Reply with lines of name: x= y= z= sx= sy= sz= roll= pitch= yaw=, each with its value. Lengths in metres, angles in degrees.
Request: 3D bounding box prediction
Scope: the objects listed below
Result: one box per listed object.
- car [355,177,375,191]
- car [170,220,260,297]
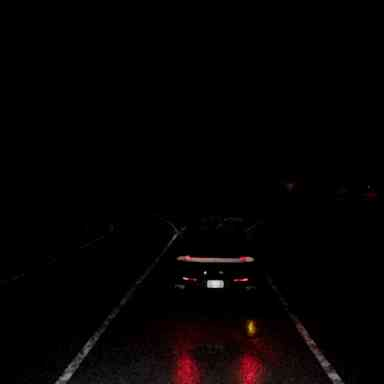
car: x=20.936 y=-1.038 z=40.660 sx=1.837 sy=1.490 sz=4.892 roll=2 pitch=6 yaw=14
car: x=0.557 y=1.472 z=8.564 sx=2.128 sy=1.511 sz=4.902 roll=0 pitch=0 yaw=3
